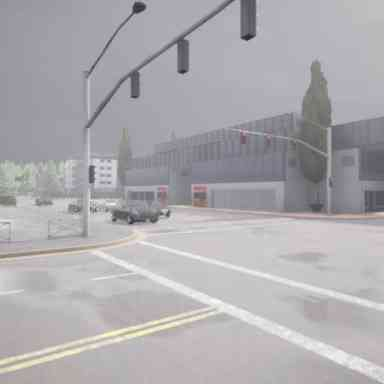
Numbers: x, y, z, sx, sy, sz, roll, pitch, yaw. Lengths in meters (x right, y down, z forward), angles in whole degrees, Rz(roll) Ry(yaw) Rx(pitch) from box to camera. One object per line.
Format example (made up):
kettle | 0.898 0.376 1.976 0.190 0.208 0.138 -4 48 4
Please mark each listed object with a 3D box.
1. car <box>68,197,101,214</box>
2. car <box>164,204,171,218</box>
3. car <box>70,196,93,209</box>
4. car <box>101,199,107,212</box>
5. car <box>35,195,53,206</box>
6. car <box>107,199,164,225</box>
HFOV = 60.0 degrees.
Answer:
car | -11.706 1.356 35.497 2.097 1.767 4.553 0 0 -34
car | -3.668 1.497 29.867 2.128 1.511 4.902 0 0 -34
car | -16.112 1.484 48.370 1.882 1.535 5.008 0 1 -34
car | -9.582 1.531 38.630 1.812 1.442 4.674 0 0 -34
car | -24.048 1.355 54.029 2.097 1.767 4.553 0 0 -34
car | -4.299 1.356 24.608 2.097 1.767 4.553 0 0 -35
